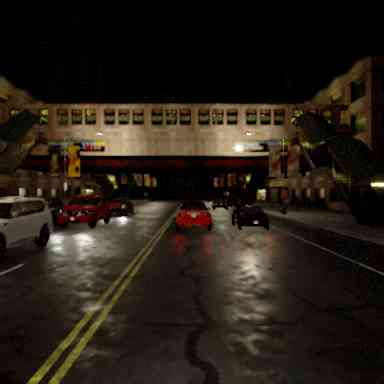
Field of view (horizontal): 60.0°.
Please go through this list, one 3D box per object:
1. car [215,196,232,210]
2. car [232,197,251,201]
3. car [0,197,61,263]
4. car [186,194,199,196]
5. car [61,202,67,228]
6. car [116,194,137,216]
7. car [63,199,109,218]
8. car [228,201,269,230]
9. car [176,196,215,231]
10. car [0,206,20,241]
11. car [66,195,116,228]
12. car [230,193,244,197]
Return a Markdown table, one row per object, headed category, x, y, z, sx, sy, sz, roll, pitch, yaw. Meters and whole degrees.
| category | x | y | z | sx | sy | sz | roll | pitch | yaw |
| --- | --- | --- | --- | --- | --- | --- | --- | --- | --- |
| car | 3.606 | 1.559 | 42.987 | 2.033 | 1.411 | 5.357 | 0 | 0 | 1 |
| car | 6.725 | 1.607 | 43.026 | 1.895 | 1.301 | 4.718 | 0 | 0 | 0 |
| car | -7.056 | 1.225 | 12.110 | 2.150 | 2.045 | 5.566 | 0 | 0 | 1 |
| car | 0.130 | 1.235 | 44.313 | 2.150 | 2.045 | 5.566 | 0 | 0 | 1 |
| car | -10.040 | 1.360 | 21.022 | 2.185 | 1.767 | 4.553 | 0 | 0 | 0 |
| car | -7.027 | 1.361 | 32.540 | 2.097 | 1.767 | 4.553 | 0 | 0 | 1 |
| car | -10.005 | 1.490 | 31.798 | 2.231 | 1.521 | 4.892 | 0 | 0 | 10 |
| car | 3.600 | 1.531 | 21.026 | 1.812 | 1.442 | 4.674 | 0 | 0 | 0 |
| car | 0.100 | 1.358 | 20.975 | 2.097 | 1.767 | 4.553 | 0 | 0 | 0 |
| car | -9.900 | 1.484 | 14.597 | 2.097 | 1.535 | 5.008 | 0 | 0 | 0 |
| car | -7.037 | 1.228 | 22.408 | 2.150 | 2.045 | 5.566 | 0 | 0 | 1 |
| car | 6.680 | 1.242 | 50.423 | 2.435 | 2.045 | 5.566 | 0 | 0 | 0 |
